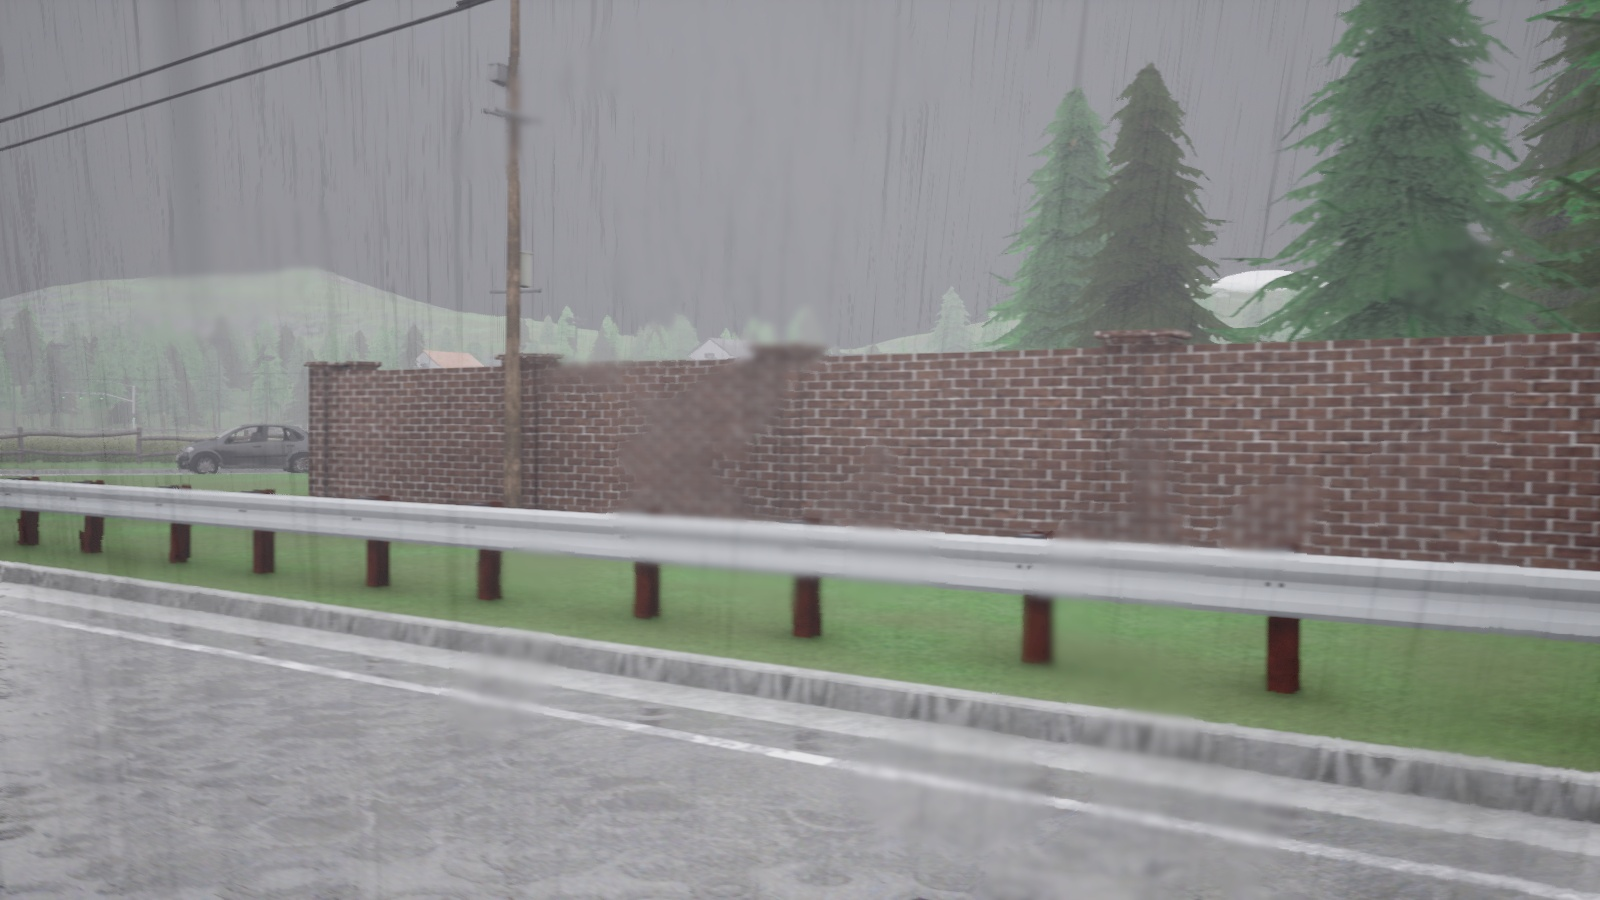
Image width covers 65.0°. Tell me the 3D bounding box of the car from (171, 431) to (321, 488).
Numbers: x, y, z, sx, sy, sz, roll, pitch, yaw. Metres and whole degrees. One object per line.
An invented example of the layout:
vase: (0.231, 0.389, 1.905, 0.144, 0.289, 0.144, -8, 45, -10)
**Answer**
car: (-17.005, 0.257, 38.573, 3.988, 1.617, 1.851, -1, 1, -31)
